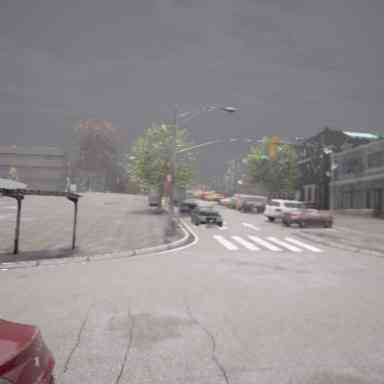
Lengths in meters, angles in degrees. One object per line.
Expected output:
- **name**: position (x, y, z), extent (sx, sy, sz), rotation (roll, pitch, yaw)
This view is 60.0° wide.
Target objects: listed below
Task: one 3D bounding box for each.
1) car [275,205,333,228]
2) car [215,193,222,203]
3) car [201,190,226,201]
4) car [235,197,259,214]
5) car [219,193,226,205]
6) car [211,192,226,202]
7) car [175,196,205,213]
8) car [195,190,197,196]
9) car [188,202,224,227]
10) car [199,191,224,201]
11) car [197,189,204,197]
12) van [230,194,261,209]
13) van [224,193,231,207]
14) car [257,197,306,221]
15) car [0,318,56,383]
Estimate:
- **car**: position (9.683, 2.213, 27.864), extent (4.674, 1.452, 2.002), rotation (3, 1, -27)
- **car**: position (6.587, 1.478, 51.838), extent (4.674, 1.452, 2.002), rotation (3, 2, -27)
- **car**: position (5.131, 1.074, 63.893), extent (5.366, 1.575, 1.946), rotation (3, 1, -28)
- **car**: position (8.126, 1.806, 39.842), extent (4.892, 1.521, 2.231), rotation (4, 1, -27)
- **car**: position (7.137, 1.536, 48.924), extent (5.366, 1.575, 1.946), rotation (3, 1, -27)
- **car**: position (6.181, 1.385, 54.837), extent (4.674, 1.452, 2.002), rotation (3, 1, -28)
- **car**: position (-0.262, 1.501, 35.354), extent (1.994, 1.385, 4.181), rotation (3, 1, -8)
- **car**: position (3.696, 0.697, 72.798), extent (4.553, 1.767, 2.185), rotation (5, -1, -29)
- **car**: position (1.113, 1.808, 25.529), extent (1.994, 1.385, 4.181), rotation (3, 1, -8)
- **car**: position (4.088, 0.750, 69.799), extent (4.553, 1.767, 2.185), rotation (4, 1, -29)
- **car**: position (4.539, 0.721, 66.779), extent (5.566, 2.045, 2.435), rotation (3, 2, -28)
- **van**: position (7.663, 1.482, 42.776), extent (4.442, 1.987, 1.878), rotation (3, 2, -27)
- **van**: position (7.273, 1.390, 45.778), extent (4.442, 1.987, 1.878), rotation (4, 2, -27)
- **car**: position (9.332, 1.831, 30.867), extent (5.566, 2.045, 2.435), rotation (3, 1, -27)
- **car**: position (-3.651, 1.691, 2.792), extent (4.674, 1.442, 1.812), rotation (0, -2, -6)
